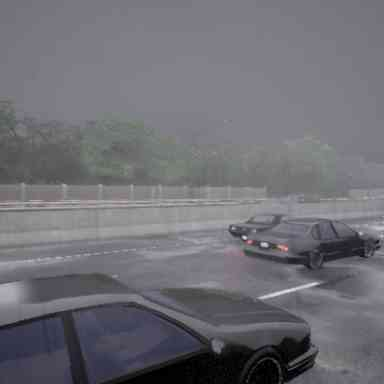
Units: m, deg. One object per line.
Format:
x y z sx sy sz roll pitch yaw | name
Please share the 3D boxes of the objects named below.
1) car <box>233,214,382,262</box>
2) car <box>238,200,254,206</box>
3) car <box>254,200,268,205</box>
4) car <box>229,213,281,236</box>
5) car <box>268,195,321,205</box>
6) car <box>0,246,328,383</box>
4.119 1.566 10.982 5.357 1.411 2.033 0 0 -35 | car
7.301 1.631 39.205 4.181 1.385 1.994 0 0 -35 | car
9.479 1.417 36.460 4.553 1.767 2.097 0 0 -35 | car
4.028 1.626 15.216 4.718 1.301 1.895 0 0 -35 | car
10.519 1.286 32.916 5.566 2.045 2.150 0 0 -35 | car
-1.150 1.547 3.051 5.357 1.411 2.033 0 0 -35 | car
